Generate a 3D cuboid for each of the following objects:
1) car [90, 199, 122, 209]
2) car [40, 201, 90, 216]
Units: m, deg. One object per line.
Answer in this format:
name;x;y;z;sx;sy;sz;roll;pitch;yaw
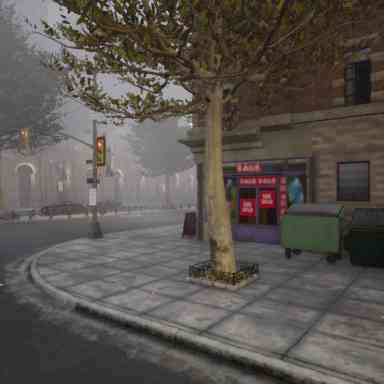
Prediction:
car;-11.936;1.594;45.164;1.895;1.301;4.718;0;0;36
car;-12.697;1.563;32.877;1.994;1.385;4.181;0;0;36
